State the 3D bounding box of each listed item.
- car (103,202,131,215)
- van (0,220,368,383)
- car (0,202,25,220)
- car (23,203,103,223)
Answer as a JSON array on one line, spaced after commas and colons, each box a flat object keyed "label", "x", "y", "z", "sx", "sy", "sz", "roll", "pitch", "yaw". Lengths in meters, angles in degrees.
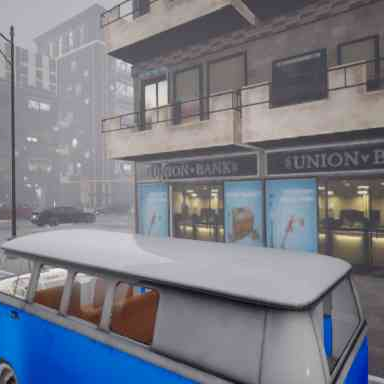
[{"label": "car", "x": -8.644, "y": 1.797, "z": 36.426, "sx": 1.947, "sy": 1.339, "sz": 4.313, "roll": -2, "pitch": -1, "yaw": 36}, {"label": "van", "x": -0.479, "y": 1.342, "z": 3.202, "sx": 3.998, "sy": 1.788, "sz": 1.690, "roll": 0, "pitch": -1, "yaw": 36}, {"label": "car", "x": -15.324, "y": 1.608, "z": 27.343, "sx": 1.967, "sy": 1.590, "sz": 4.097, "roll": -2, "pitch": -1, "yaw": 36}, {"label": "car", "x": -8.573, "y": 1.583, "z": 22.375, "sx": 1.947, "sy": 1.339, "sz": 4.313, "roll": -2, "pitch": -1, "yaw": 36}]
